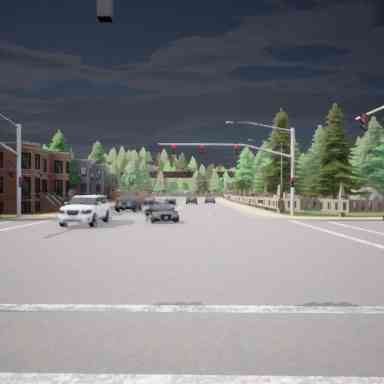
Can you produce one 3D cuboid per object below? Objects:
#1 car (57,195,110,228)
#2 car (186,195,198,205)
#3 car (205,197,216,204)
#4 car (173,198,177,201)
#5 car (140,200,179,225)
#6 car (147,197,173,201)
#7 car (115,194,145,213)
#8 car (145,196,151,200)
[{"bbox_3d":[-7.120,1.223,22.503,2.150,2.045,5.566,0,0,0],"label":"car"},{"bbox_3d":[-0.063,1.350,60.224,2.097,1.767,4.553,0,0,0],"label":"car"},{"bbox_3d":[3.532,1.562,65.205,1.994,1.385,4.181,0,0,0],"label":"car"},{"bbox_3d":[-3.558,1.612,55.636,1.895,1.301,4.718,0,0,0],"label":"car"},{"bbox_3d":[-2.344,1.563,24.522,1.994,1.385,4.181,0,0,-17],"label":"car"},{"bbox_3d":[-3.632,1.563,37.768,1.994,1.385,4.181,0,0,0],"label":"car"},{"bbox_3d":[-7.131,1.220,37.667,2.150,2.045,5.566,0,0,0],"label":"car"},{"bbox_3d":[-7.058,1.503,55.662,1.882,1.535,5.008,0,0,0],"label":"car"}]
